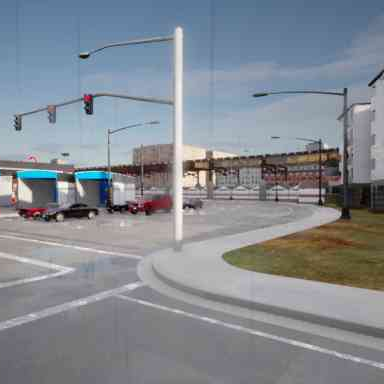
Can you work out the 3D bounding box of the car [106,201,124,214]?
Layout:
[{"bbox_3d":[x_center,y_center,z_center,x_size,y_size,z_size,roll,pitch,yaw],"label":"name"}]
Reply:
[{"bbox_3d":[-7.115,1.601,36.248,1.895,1.301,4.718,0,0,30],"label":"car"}]

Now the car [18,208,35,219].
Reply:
[{"bbox_3d":[-12.305,1.601,28.693,1.895,1.301,4.718,0,0,37],"label":"car"}]

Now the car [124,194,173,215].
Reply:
[{"bbox_3d":[-4.135,1.221,34.443,2.150,2.045,5.566,0,0,30],"label":"car"}]

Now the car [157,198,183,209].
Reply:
[{"bbox_3d":[-2.952,1.547,46.053,2.033,1.411,5.357,0,0,15],"label":"car"}]

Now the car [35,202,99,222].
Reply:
[{"bbox_3d":[-9.603,1.526,26.509,1.812,1.442,4.674,0,0,36],"label":"car"}]

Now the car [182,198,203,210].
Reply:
[{"bbox_3d":[0.122,1.547,44.123,2.033,1.411,5.357,0,0,16],"label":"car"}]
